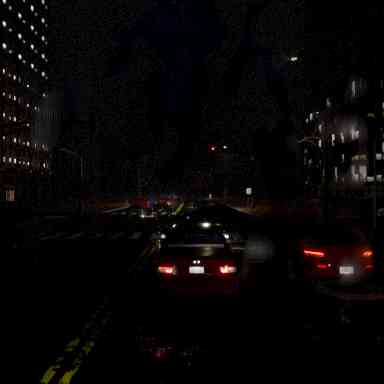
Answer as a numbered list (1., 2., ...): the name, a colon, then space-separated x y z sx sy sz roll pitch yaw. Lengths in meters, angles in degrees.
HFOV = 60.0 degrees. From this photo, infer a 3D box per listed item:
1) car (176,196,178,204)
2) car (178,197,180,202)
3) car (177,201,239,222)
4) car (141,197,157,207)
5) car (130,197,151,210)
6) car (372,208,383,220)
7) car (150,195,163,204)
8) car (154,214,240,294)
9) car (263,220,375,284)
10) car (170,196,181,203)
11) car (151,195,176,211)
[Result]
1. car: -3.419 1.455 49.547 1.837 1.490 4.892 0 0 0
2. car: -3.429 1.420 59.596 2.128 1.511 4.902 0 0 0
3. car: 1.386 1.574 23.977 4.181 1.385 1.994 0 1 -33
4. car: -6.676 1.470 52.197 1.812 1.442 4.674 0 0 0
5. car: -6.662 1.441 42.276 1.882 1.535 5.008 0 0 0
6. car: 17.062 1.584 26.777 4.674 1.442 1.812 0 0 1
7. car: -6.681 1.427 62.562 1.837 1.490 4.892 0 0 0
8. car: 0.087 1.544 8.904 2.033 1.411 5.357 0 0 0
9. car: 3.336 1.522 9.489 1.812 1.442 4.674 0 0 0
10. car: -3.441 1.467 69.419 1.994 1.385 4.181 0 0 -1
11. car: -3.407 1.319 40.655 2.097 1.767 4.553 0 0 0
